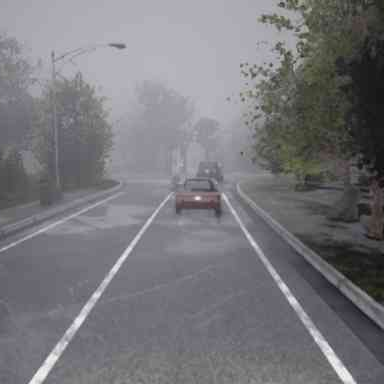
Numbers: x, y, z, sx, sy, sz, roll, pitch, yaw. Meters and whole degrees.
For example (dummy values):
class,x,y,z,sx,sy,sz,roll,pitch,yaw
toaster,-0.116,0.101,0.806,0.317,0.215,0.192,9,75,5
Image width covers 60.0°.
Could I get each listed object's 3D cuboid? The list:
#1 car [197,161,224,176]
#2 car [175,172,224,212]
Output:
class,x,y,z,sx,sy,sz,roll,pitch,yaw
car,1.839,-1.955,32.419,2.150,2.045,5.566,0,5,10
car,0.293,0.002,15.457,1.994,1.385,4.181,0,6,2
